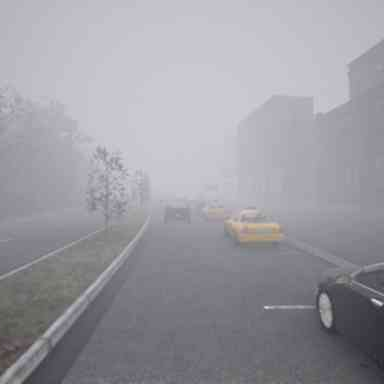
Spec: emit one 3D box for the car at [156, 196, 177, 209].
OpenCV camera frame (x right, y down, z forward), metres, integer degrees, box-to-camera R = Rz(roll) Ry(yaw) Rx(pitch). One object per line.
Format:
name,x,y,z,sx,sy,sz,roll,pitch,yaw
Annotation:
car,-3.328,1.524,42.779,1.895,1.301,4.718,0,0,-8

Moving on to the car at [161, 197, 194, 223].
car,-1.171,1.444,25.109,1.882,1.535,5.008,0,0,-5

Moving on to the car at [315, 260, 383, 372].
car,3.040,1.480,3.857,2.231,1.521,4.892,0,0,0

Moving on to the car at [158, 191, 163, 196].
car,-6.360,0.978,80.949,2.435,2.045,5.566,0,0,-9

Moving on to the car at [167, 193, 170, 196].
car,-2.874,1.392,59.009,2.002,1.452,4.674,0,0,-9

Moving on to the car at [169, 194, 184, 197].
car,-2.003,1.376,53.527,2.231,1.521,4.892,0,0,-9

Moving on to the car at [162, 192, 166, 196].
car,-4.615,1.336,69.964,2.002,1.452,4.674,0,0,-9

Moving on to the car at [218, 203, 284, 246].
car,2.612,1.464,15.174,1.946,1.575,5.366,0,0,-3

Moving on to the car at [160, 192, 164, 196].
car,-5.491,1.295,75.474,2.163,1.488,4.792,0,0,-9

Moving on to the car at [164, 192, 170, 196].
car,-3.750,1.355,64.517,2.163,1.488,4.792,0,0,-9

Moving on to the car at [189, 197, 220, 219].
car,1.041,1.469,33.163,2.163,1.488,4.792,0,0,-6

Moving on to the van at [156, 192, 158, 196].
van,-8.115,0.926,91.991,1.878,1.987,4.442,0,0,-9
